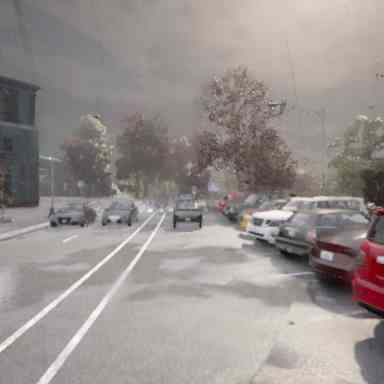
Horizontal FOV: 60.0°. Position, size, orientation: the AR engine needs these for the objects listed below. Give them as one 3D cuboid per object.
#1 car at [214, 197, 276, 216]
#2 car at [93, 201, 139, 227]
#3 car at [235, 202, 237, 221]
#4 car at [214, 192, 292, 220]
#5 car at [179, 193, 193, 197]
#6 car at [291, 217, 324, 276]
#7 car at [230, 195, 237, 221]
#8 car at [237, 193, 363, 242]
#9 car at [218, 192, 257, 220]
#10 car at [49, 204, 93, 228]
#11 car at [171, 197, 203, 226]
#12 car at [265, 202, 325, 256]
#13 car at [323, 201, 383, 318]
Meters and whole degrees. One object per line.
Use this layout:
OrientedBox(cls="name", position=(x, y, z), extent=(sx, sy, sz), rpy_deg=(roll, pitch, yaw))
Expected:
OrientedBox(cls="car", position=(4.664, 1.232, 29.291), extent=(4.892, 1.521, 2.231), rpy_deg=(0, 1, -23))
OrientedBox(cls="car", position=(-4.633, 1.360, 21.938), extent=(2.128, 1.511, 4.902), rpy_deg=(0, 1, -2))
OrientedBox(cls="car", position=(5.247, 1.428, 17.488), extent=(5.366, 1.575, 1.946), rpy_deg=(0, 0, -22))
OrientedBox(cls="car", position=(4.815, 1.031, 26.330), extent=(5.566, 2.045, 2.435), rpy_deg=(0, 1, -22))
OrientedBox(cls="car", position=(-0.672, 0.944, 38.165), extent=(2.097, 1.767, 4.553), rpy_deg=(0, 1, 1))
OrientedBox(cls="car", position=(5.284, 1.533, 8.500), extent=(4.792, 1.488, 2.163), rpy_deg=(1, 0, -21))
OrientedBox(cls="car", position=(5.022, 1.260, 20.389), extent=(4.553, 1.767, 2.185), rpy_deg=(0, 1, -22))
OrientedBox(cls="car", position=(5.127, 1.213, 14.416), extent=(5.566, 2.045, 2.435), rpy_deg=(1, 1, -21))
OrientedBox(cls="car", position=(4.873, 1.083, 23.329), extent=(5.566, 2.045, 2.435), rpy_deg=(0, 1, -22))
OrientedBox(cls="car", position=(-7.414, 1.445, 21.167), extent=(1.994, 1.385, 4.181), rpy_deg=(0, 1, -2))
OrientedBox(cls="car", position=(-0.320, 1.357, 22.019), extent=(2.128, 1.511, 4.902), rpy_deg=(0, 1, -2))
OrientedBox(cls="car", position=(5.183, 1.363, 11.448), extent=(4.553, 1.767, 2.185), rpy_deg=(1, 0, -21))
OrientedBox(cls="car", position=(5.323, 1.257, 5.525), extent=(5.566, 2.045, 2.435), rpy_deg=(1, 0, -21))
